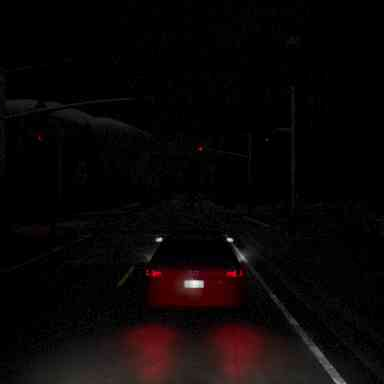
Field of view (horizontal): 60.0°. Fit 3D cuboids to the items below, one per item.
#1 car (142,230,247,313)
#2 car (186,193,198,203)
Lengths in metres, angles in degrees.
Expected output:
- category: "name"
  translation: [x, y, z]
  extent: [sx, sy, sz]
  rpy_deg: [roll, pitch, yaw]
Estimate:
- category: "car"
  translation: [0.060, 1.564, 7.762]
  extent: [1.994, 1.385, 4.181]
  rpy_deg: [0, 0, 1]
- category: "car"
  translation: [-0.009, 1.219, 67.380]
  extent: [2.150, 2.045, 5.566]
  rpy_deg: [0, 0, 0]
